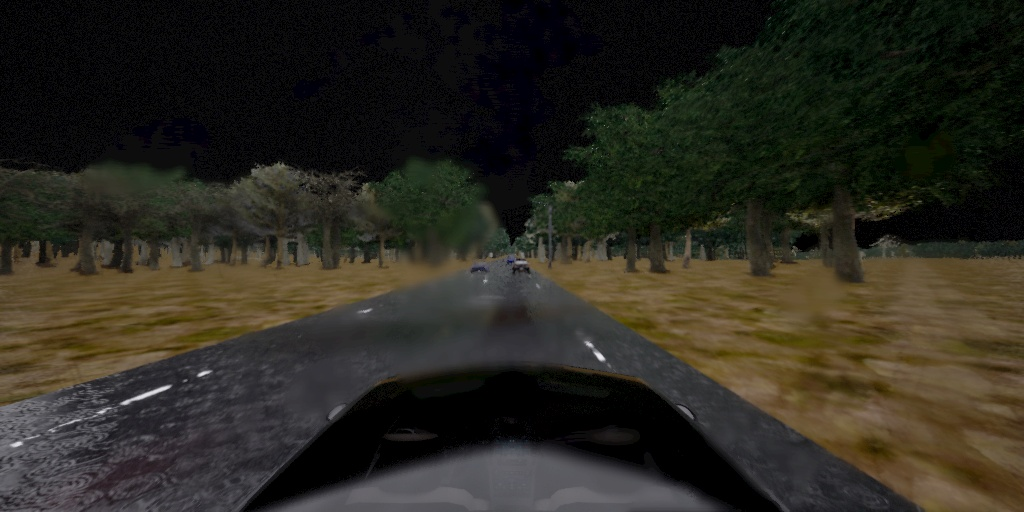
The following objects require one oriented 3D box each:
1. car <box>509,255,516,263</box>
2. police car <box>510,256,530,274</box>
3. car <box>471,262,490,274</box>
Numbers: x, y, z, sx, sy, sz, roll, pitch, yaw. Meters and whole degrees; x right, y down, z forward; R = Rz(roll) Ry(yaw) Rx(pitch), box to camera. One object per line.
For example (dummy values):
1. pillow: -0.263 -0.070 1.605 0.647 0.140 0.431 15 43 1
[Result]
1. car: 1.046 1.070 57.125 2.097 1.767 4.553 0 0 0
2. police car: 1.047 1.166 41.261 1.930 1.638 5.238 0 0 0
3. car: -3.574 1.342 41.220 1.895 1.301 4.718 0 0 0
